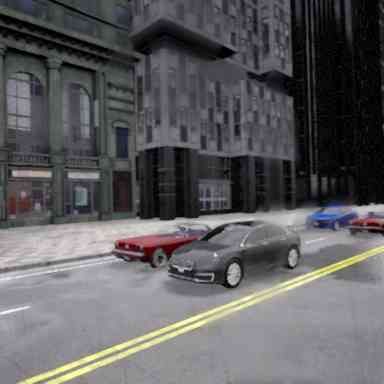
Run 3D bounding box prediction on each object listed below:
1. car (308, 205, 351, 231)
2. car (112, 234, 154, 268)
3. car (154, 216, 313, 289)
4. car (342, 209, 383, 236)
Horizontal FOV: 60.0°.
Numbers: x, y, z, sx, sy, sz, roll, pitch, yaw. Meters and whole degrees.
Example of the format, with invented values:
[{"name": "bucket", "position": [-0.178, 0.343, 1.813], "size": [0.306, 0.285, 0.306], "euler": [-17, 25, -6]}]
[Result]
[{"name": "car", "position": [9.357, 1.664, 22.074], "size": [5.008, 1.535, 1.882], "euler": [-1, -1, -44]}, {"name": "car", "position": [-0.546, 1.842, 12.423], "size": [4.718, 1.301, 1.895], "euler": [0, -1, -44]}, {"name": "car", "position": [1.469, 1.655, 9.850], "size": [4.892, 1.490, 1.837], "euler": [0, -1, -44]}, {"name": "car", "position": [10.463, 1.701, 18.618], "size": [4.718, 1.301, 1.895], "euler": [0, -1, -44]}]
